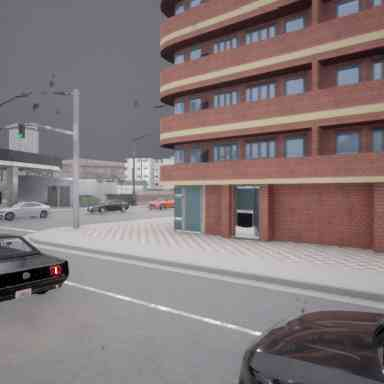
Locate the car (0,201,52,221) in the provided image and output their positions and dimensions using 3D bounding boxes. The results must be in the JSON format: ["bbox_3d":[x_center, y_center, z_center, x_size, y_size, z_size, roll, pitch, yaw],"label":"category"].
[{"bbox_3d":[-14.140,1.532,27.954,1.812,1.442,4.674,0,0,34],"label":"car"}]

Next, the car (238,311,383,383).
[{"bbox_3d":[2.645,1.513,2.108,4.892,1.490,1.837,0,0,35],"label":"car"}]

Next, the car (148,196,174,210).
[{"bbox_3d":[-3.677,1.398,43.187,2.097,1.767,4.553,0,0,35],"label":"car"}]

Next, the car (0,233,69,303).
[{"bbox_3d":[-4.935,1.602,7.500,4.718,1.301,1.895,0,0,36],"label":"car"}]

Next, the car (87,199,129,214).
[{"bbox_3d":[-8.914,1.518,35.599,2.128,1.511,4.902,0,0,35],"label":"car"}]
